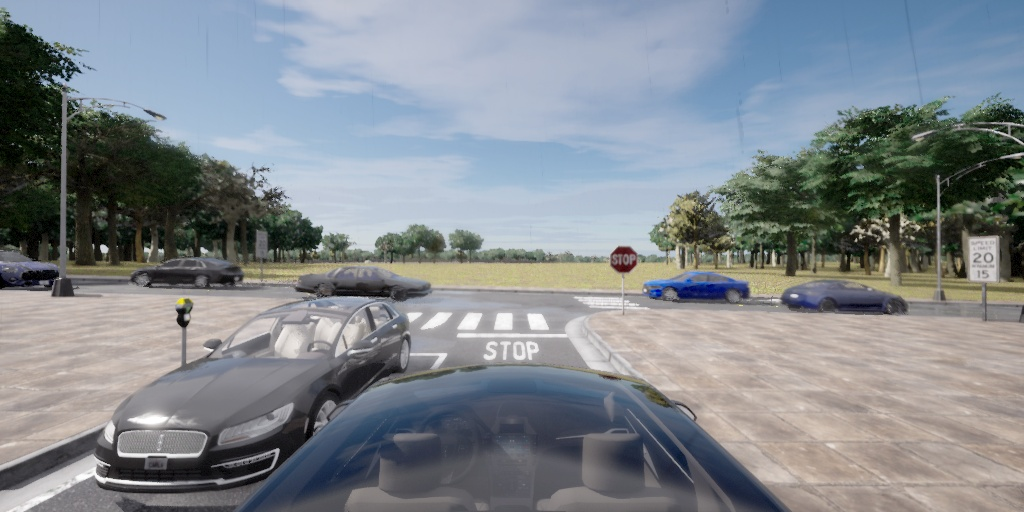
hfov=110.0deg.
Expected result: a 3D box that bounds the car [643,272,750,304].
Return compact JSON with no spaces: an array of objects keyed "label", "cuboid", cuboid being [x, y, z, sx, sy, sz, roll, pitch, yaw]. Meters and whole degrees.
[{"label":"car","cuboid":[9.284,1.535,18.235,5.008,1.535,1.882,2,-1,0]}]

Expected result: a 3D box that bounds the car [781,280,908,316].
[{"label":"car","cuboid":[14.053,1.730,15.294,4.181,1.385,1.994,2,-1,0]}]

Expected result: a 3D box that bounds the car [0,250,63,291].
[{"label":"car","cuboid":[-22.236,0.513,15.318,4.553,1.767,2.097,1,-1,-1]}]

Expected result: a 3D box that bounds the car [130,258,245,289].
[{"label":"car","cuboid":[-16.419,0.847,18.262,4.892,1.490,1.837,2,-1,0]}]

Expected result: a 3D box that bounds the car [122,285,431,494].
[{"label":"car","cuboid":[-2.635,1.300,4.836,2.007,1.370,4.403,0,0,0]}]

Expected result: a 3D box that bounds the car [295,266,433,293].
[{"label":"car","cuboid":[-6.192,1.146,15.298,5.357,1.411,2.033,2,0,0]}]
